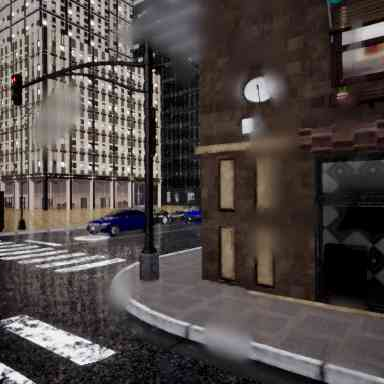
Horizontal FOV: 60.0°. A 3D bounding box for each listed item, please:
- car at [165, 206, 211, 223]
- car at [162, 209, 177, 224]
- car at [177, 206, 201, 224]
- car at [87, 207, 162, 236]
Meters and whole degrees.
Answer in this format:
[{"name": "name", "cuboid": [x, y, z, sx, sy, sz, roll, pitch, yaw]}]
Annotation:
[{"name": "car", "cuboid": [-0.324, 1.975, 30.481, 2.008, 1.369, 4.403, -2, -2, 35]}, {"name": "car", "cuboid": [-3.526, 1.894, 25.924, 2.008, 1.369, 4.403, -2, -2, 35]}, {"name": "car", "cuboid": [1.247, 1.863, 27.965, 1.882, 1.535, 5.008, -1, -1, 35]}, {"name": "car", "cuboid": [-4.172, 1.773, 20.248, 1.812, 1.442, 4.674, -1, -1, 33]}]
